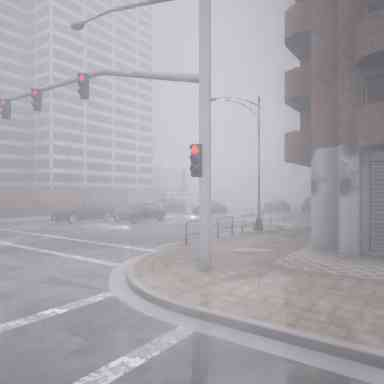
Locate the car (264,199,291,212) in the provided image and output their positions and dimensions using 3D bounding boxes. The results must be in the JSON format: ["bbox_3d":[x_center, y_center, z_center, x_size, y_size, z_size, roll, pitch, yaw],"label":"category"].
[{"bbox_3d":[9.766,1.526,38.137,1.812,1.442,4.674,0,0,35],"label":"car"}]

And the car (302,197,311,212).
[{"bbox_3d":[14.466,1.352,38.722,2.097,1.767,4.553,0,0,35],"label":"car"}]

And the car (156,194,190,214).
[{"bbox_3d":[-2.601,1.352,33.099,2.097,1.767,4.553,0,0,35],"label":"car"}]

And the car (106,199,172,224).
[{"bbox_3d":[-3.875,1.526,25.218,1.812,1.442,4.674,0,0,35],"label":"car"}]

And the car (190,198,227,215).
[{"bbox_3d":[1.821,1.564,33.271,1.994,1.385,4.181,0,0,36],"label":"car"}]

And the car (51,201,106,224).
[{"bbox_3d":[-8.176,1.478,25.230,1.882,1.535,5.008,0,0,35],"label":"car"}]
